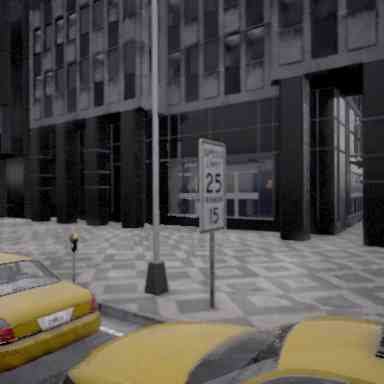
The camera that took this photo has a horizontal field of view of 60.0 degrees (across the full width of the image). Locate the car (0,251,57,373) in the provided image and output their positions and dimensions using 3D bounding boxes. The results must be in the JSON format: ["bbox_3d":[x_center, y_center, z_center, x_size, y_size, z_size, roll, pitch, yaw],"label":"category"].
[{"bbox_3d":[-3.583,1.550,5.424,4.829,1.417,1.752,0,0,35],"label":"car"}]

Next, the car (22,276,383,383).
[{"bbox_3d":[1.032,1.513,2.249,4.829,1.417,1.752,0,0,35],"label":"car"}]
